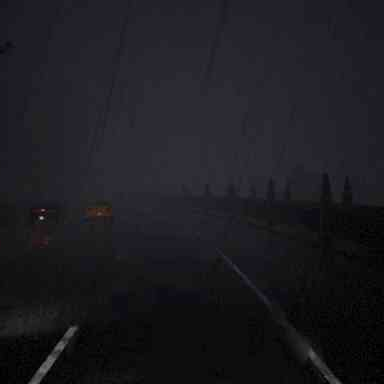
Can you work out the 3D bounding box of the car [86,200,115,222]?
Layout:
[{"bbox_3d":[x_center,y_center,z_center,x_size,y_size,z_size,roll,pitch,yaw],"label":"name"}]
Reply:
[{"bbox_3d":[-6.925,1.327,25.155,1.882,1.535,5.008,0,0,-14],"label":"car"}]

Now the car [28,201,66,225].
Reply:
[{"bbox_3d":[-10.063,1.375,23.316,1.837,1.490,4.892,0,0,-14],"label":"car"}]

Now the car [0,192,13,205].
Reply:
[{"bbox_3d":[-23.496,1.013,40.238,2.150,2.045,5.566,0,0,-22],"label":"car"}]
